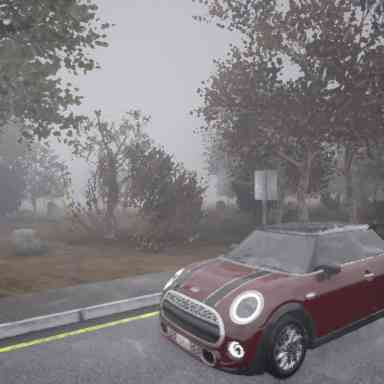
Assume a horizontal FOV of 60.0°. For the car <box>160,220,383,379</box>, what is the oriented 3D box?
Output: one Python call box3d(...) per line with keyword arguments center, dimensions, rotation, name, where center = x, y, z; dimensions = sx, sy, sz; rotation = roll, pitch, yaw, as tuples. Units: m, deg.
box3d(center=(1.714, 1.352, 5.634), dimensions=(4.553, 1.767, 2.097), rotation=(0, 0, -35), name="car")
